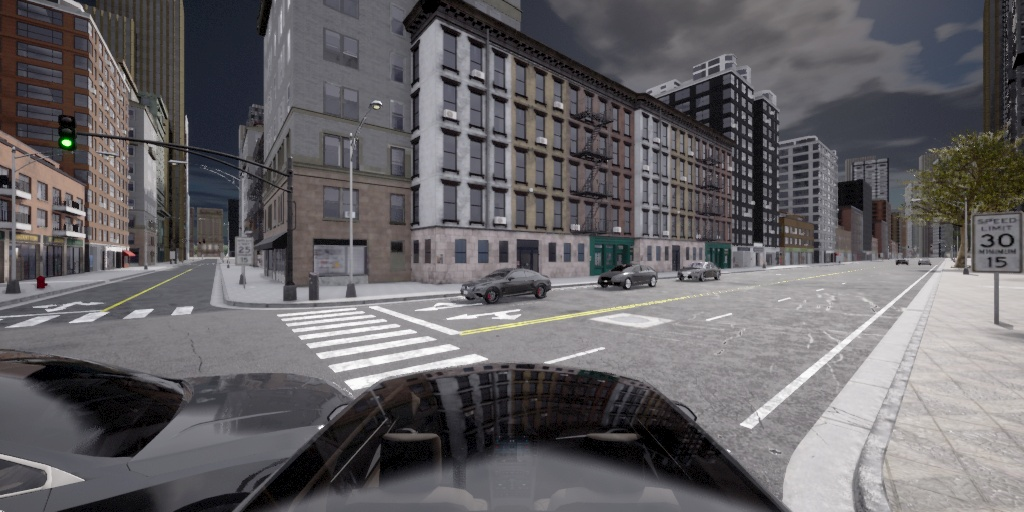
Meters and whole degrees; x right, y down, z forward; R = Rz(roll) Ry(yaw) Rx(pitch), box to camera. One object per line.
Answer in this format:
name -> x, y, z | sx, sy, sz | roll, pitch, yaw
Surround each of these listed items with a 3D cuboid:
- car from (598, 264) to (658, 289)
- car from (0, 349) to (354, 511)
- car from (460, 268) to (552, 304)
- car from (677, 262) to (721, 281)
car -> 7.478, 1.256, 22.950 | 4.892, 1.490, 1.837 | 0, 0, -39
car -> -3.235, 1.257, 1.671 | 4.892, 1.490, 1.837 | 0, 0, -35
car -> -0.166, 1.285, 16.667 | 4.674, 1.442, 1.812 | 0, 0, -39
car -> 15.438, 1.233, 29.481 | 4.902, 1.511, 2.128 | 0, 0, -39
